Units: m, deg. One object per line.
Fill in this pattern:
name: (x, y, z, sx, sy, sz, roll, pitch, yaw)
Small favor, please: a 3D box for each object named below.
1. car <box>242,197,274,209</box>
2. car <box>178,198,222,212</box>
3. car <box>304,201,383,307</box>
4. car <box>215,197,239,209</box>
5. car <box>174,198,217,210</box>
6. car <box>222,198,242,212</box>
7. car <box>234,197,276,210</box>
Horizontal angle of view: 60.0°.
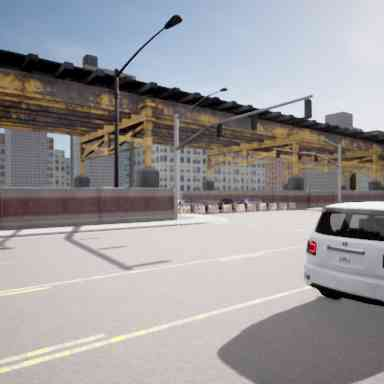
car: (8.050, 1.287, 43.004, 4.536, 1.218, 1.853, 0, 0, -7)
car: (0.431, 1.447, 36.584, 4.974, 1.542, 2.038, 0, 0, 8)
car: (4.782, 1.219, 7.168, 5.566, 2.045, 2.150, 0, 0, -35)
car: (4.198, 1.288, 39.310, 1.853, 1.218, 4.536, 0, 0, 18)
car: (0.379, 1.290, 36.592, 4.536, 1.218, 1.853, 0, 0, 8)
car: (4.182, 1.446, 39.260, 2.038, 1.542, 4.974, 0, 0, 18)
car: (8.102, 1.445, 43.011, 4.974, 1.542, 2.038, 0, 0, -7)
